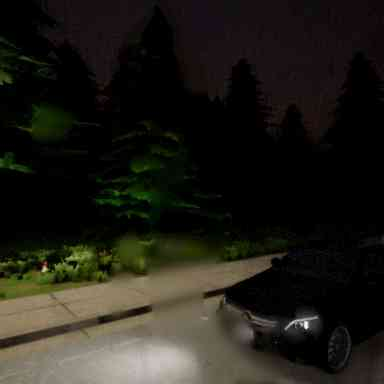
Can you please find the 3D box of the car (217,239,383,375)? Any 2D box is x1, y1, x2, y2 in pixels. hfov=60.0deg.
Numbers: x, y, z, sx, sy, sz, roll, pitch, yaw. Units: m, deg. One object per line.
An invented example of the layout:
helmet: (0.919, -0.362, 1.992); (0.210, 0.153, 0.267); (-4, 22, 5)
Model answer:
car: (2.552, 1.617, 5.880); (4.674, 1.442, 1.812); (0, -1, -38)
